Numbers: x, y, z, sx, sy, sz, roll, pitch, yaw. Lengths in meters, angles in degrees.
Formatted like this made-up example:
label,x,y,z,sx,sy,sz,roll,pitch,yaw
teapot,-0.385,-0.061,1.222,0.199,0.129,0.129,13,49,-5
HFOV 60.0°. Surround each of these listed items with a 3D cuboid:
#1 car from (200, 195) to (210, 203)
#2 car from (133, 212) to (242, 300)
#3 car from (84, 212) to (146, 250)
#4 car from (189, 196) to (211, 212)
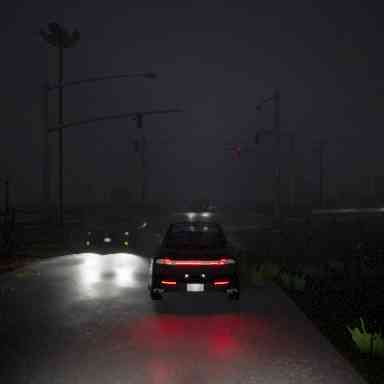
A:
label,x,y,z,sx,sy,sz,roll,pitch,yaw
car,2.726,1.443,67.312,1.882,1.535,5.008,0,0,3
car,0.078,1.492,8.364,2.128,1.511,4.902,0,0,0
car,-3.075,1.564,14.174,1.994,1.385,4.181,0,0,1
car,0.883,1.491,37.099,1.812,1.442,4.674,0,0,7
